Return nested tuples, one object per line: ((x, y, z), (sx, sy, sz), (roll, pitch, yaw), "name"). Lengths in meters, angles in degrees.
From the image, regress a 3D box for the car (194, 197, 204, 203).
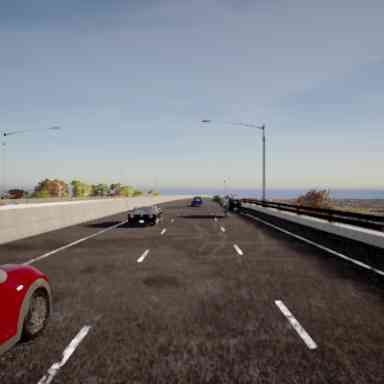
((1.558, 1.746, 72.588), (1.895, 1.301, 4.718), (0, 0, 3), "car")

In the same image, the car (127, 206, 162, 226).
((-3.222, 1.618, 23.708), (1.895, 1.301, 4.718), (0, 0, 1), "car")

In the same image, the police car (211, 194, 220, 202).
((4.643, 1.255, 62.096), (1.930, 1.638, 5.238), (0, 0, 2), "police car")

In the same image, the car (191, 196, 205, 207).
((0.969, 1.435, 53.799), (2.097, 1.767, 4.553), (0, 0, 2), "car")

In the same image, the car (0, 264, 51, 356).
((-3.386, 1.352, 3.672), (2.097, 1.767, 4.553), (0, 0, 0), "car")

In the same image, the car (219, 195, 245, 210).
((3.784, 1.272, 30.709), (1.812, 1.442, 4.674), (0, 0, 1), "car")
